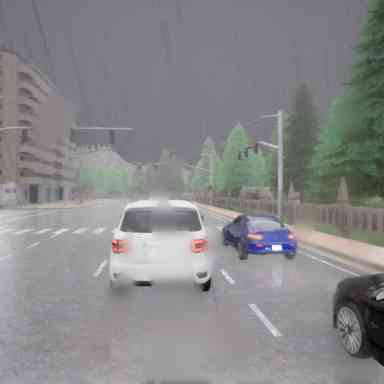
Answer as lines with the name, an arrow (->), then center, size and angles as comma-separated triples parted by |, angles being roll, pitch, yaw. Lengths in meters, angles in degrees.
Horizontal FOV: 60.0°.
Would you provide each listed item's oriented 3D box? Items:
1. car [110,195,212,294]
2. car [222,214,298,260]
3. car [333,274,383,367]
car -> -0.802, 1.221, 9.003 | 2.150, 2.045, 5.566 | 0, 0, -5
car -> 2.342, 1.526, 12.363 | 1.812, 1.442, 4.674 | 0, 0, -6
car -> 3.120, 1.492, 3.135 | 2.128, 1.511, 4.902 | 0, 0, -3
